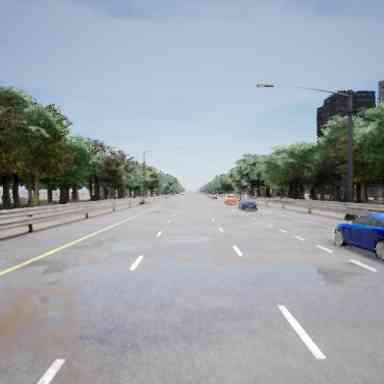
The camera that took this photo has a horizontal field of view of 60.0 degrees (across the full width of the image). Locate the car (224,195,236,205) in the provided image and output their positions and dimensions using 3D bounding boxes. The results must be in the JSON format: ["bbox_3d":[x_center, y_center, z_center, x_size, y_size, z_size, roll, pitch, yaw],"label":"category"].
[{"bbox_3d":[7.020,1.384,60.420,2.097,1.767,4.553,0,0,0],"label":"car"}]

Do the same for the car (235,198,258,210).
[{"bbox_3d":[6.994,1.544,41.929,1.812,1.442,4.674,0,0,0],"label":"car"}]

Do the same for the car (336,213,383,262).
[{"bbox_3d":[6.998,1.496,12.092,1.882,1.535,5.008,0,0,0],"label":"car"}]
